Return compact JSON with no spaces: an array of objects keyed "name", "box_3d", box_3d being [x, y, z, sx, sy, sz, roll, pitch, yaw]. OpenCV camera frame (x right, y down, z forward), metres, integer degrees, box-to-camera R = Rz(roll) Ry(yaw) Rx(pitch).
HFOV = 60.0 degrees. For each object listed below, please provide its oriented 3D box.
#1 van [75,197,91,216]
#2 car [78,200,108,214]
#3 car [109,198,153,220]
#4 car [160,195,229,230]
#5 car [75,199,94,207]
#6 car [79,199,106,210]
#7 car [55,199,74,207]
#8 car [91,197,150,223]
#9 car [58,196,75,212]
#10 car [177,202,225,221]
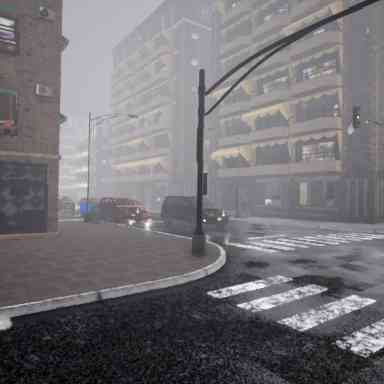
[{"name":"van","box_3d":[-8.815,1.355,29.980,1.690,1.788,3.998,1,-1,-35]},{"name":"car","box_3d":[-11.301,1.657,37.755,1.994,1.385,4.181,1,-1,-35]},{"name":"car","box_3d":[-5.564,1.410,29.672,2.097,1.767,4.553,1,-1,-35]},{"name":"car","box_3d":[0.010,1.249,21.827,2.150,2.045,5.566,1,-1,-36]},{"name":"car","box_3d":[-18.557,1.867,57.262,1.802,1.307,4.206,1,-1,-35]},{"name":"car","box_3d":[-14.054,1.735,46.686,2.033,1.411,5.357,1,-1,-35]},{"name":"car","box_3d":[-22.539,1.848,58.613,1.895,1.301,4.718,1,-1,-36]},{"name":"car","box_3d":[-5.583,1.310,25.437,2.192,1.841,5.009,1,-1,-35]},{"name":"car","box_3d":[-15.278,1.368,39.068,2.192,1.841,5.009,1,-1,-35]},{"name":"car","box_3d":[0.735,1.686,30.141,1.752,1.417,4.829,1,-1,-35]}]
